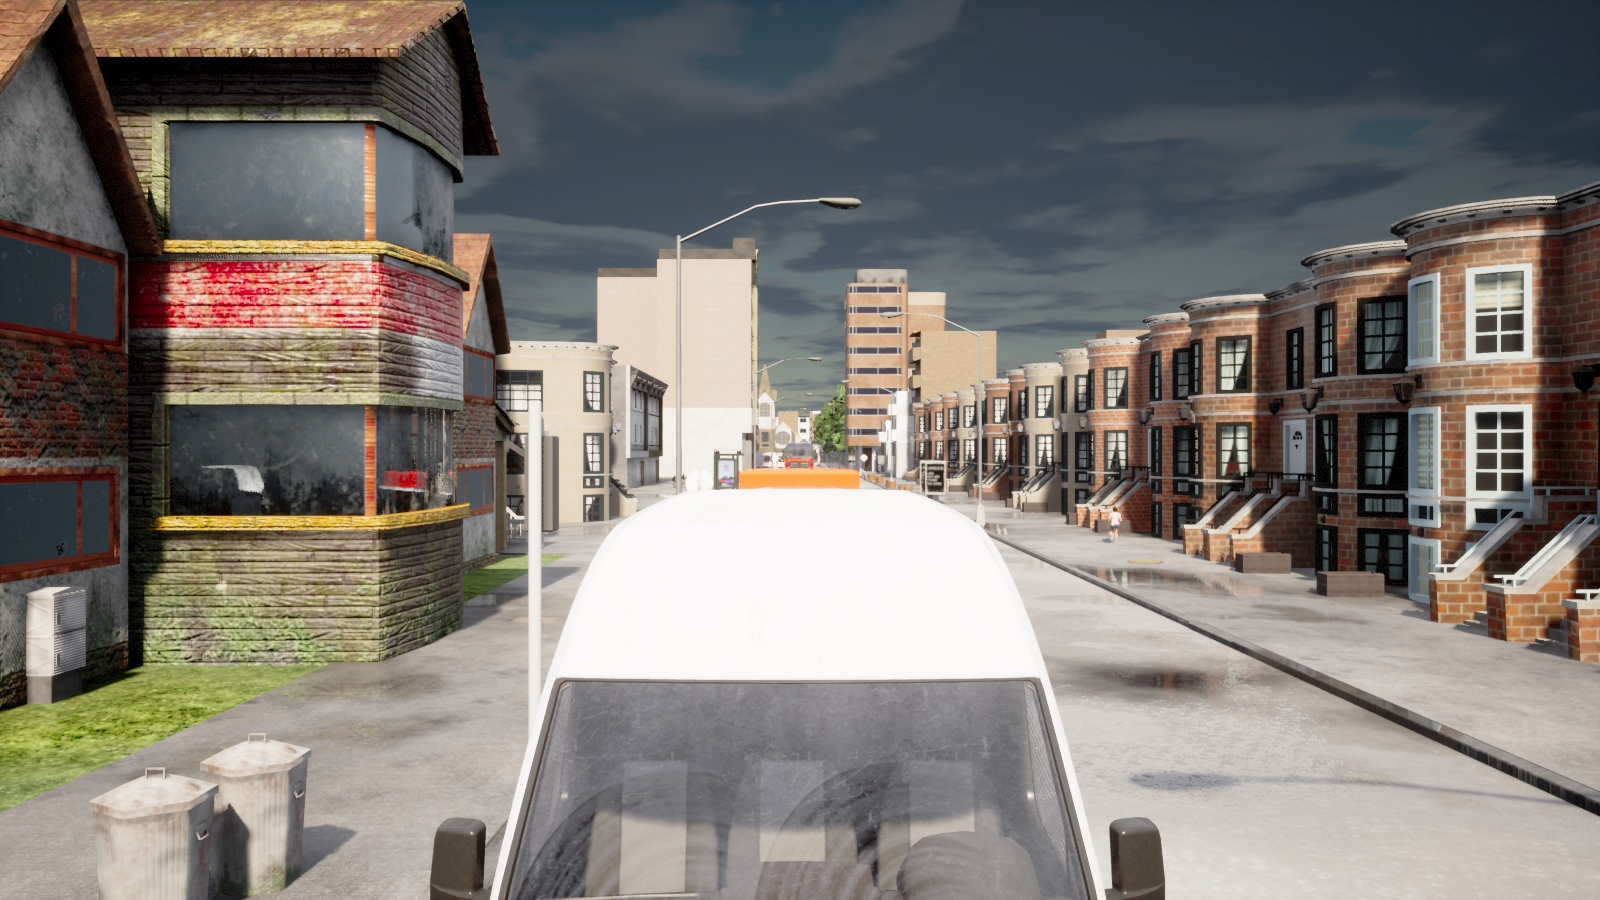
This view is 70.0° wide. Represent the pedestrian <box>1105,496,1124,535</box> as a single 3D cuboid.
[{"bbox_3d":[9.117,1.903,33.135,0.500,1.100,0.500,0,0,11],"label":"pedestrian"}]

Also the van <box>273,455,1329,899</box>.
[{"bbox_3d":[-0.003,1.314,5.110,1.988,2.561,5.915,0,0,0],"label":"van"}]
